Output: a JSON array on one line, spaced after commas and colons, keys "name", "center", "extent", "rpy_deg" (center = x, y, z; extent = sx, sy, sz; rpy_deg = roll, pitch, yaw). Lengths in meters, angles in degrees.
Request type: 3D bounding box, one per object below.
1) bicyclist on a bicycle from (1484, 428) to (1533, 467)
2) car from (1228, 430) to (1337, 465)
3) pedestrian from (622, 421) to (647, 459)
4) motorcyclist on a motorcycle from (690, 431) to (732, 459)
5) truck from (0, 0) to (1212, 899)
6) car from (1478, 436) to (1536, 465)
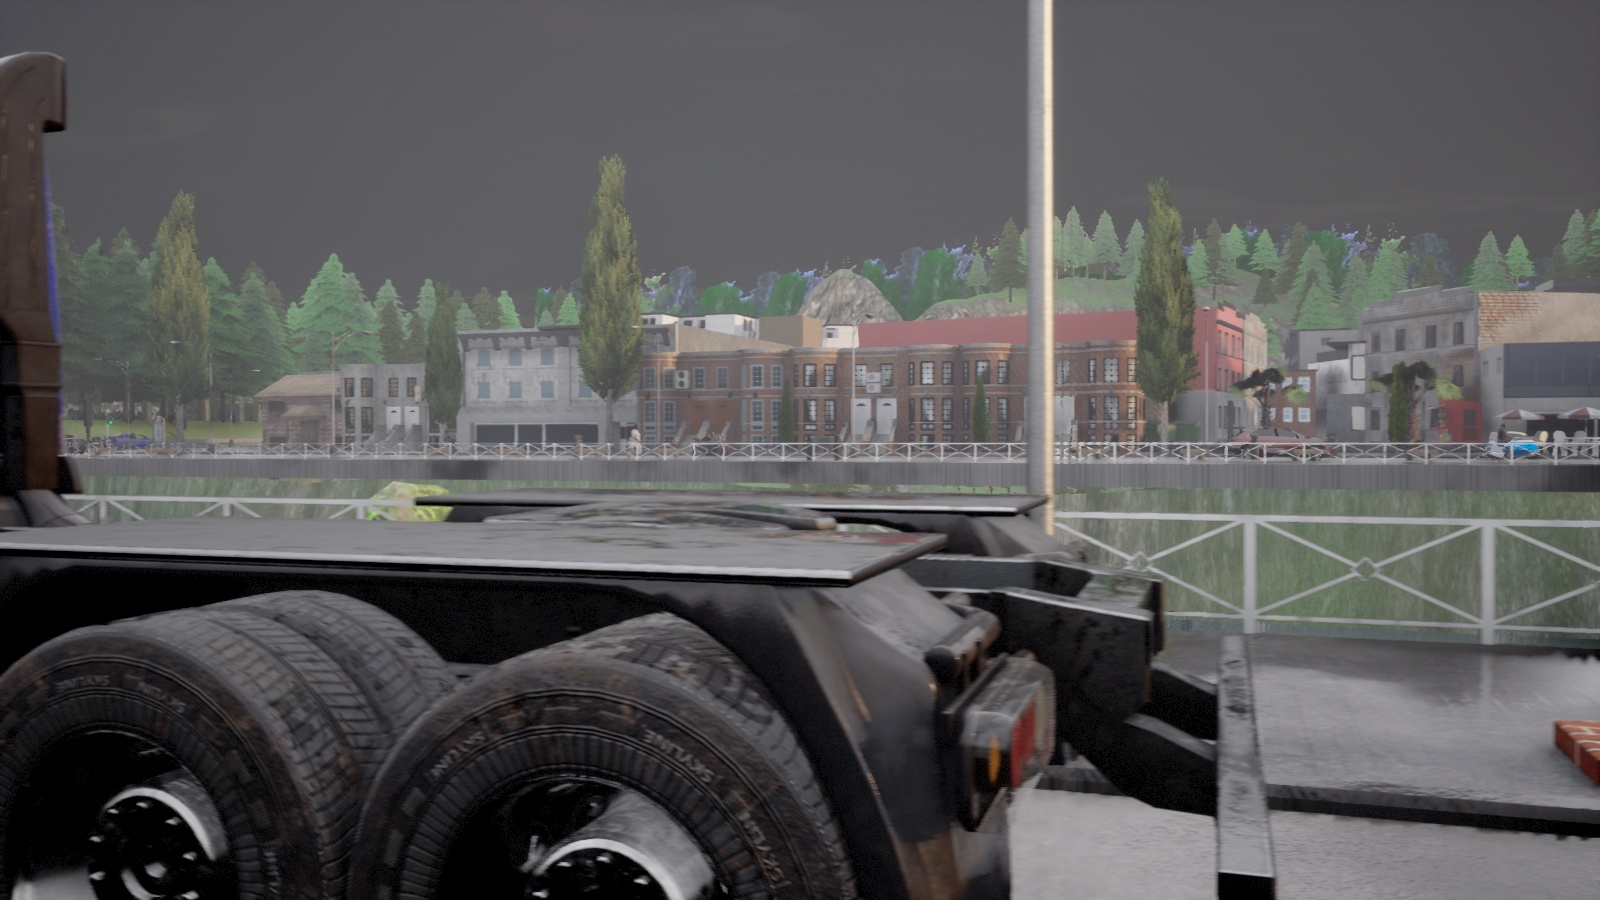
[{"name": "bicyclist on a bicycle", "center": [32.618, -0.106, 57.813], "extent": [1.843, 1.776, 0.659], "rpy_deg": [0, 1, 19]}, {"name": "car", "center": [23.325, -0.131, 60.938], "extent": [4.856, 1.649, 2.033], "rpy_deg": [1, 1, 19]}, {"name": "pedestrian", "center": [-8.285, -0.503, 62.987], "extent": [0.900, 1.855, 0.874], "rpy_deg": [1, 1, 29]}, {"name": "motorcyclist on a motorcycle", "center": [-4.996, -0.286, 70.458], "extent": [2.191, 1.530, 0.866], "rpy_deg": [1, 1, 19]}, {"name": "truck", "center": [-2.687, -0.239, 4.611], "extent": [7.936, 3.462, 2.891], "rpy_deg": [1, 1, 19]}, {"name": "car", "center": [34.548, 0.028, 61.386], "extent": [2.207, 1.376, 1.481], "rpy_deg": [1, 1, 19]}]
